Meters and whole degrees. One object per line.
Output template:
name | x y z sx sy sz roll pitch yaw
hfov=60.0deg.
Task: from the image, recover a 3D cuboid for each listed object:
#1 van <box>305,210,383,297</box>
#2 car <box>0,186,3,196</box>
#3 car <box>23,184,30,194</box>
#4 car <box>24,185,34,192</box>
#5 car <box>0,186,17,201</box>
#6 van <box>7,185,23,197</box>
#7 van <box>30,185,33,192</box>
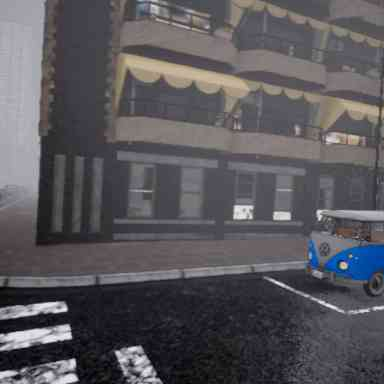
van | 4.734 1.362 8.189 3.998 1.788 1.690 2 2 -24
car | -30.035 -0.193 50.314 1.882 1.535 5.008 3 0 -23
car | -33.521 -0.357 65.448 1.887 1.381 4.507 2 0 -23
car | -42.105 -0.983 85.785 1.967 1.590 4.097 2 0 -23
car | -22.772 0.300 39.993 2.008 1.369 4.403 2 0 -23
van | -27.062 -0.171 50.173 1.690 1.788 3.998 2 0 -23
van | -39.961 -0.947 80.719 1.690 1.788 3.998 2 0 -23
